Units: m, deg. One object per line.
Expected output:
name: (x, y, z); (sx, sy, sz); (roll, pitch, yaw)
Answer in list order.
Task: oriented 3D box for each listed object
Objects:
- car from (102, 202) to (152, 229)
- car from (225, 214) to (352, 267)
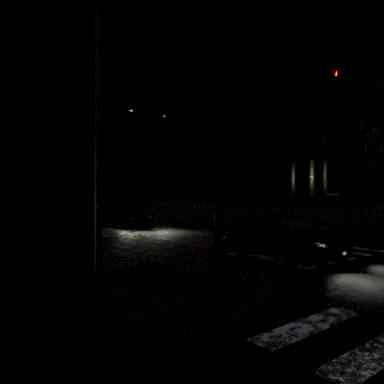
car: (-4.491, 1.484, 22.222); (1.882, 1.535, 5.008); (0, 0, -36)
car: (3.120, 1.527, 11.666); (1.812, 1.442, 4.674); (0, 0, -36)
